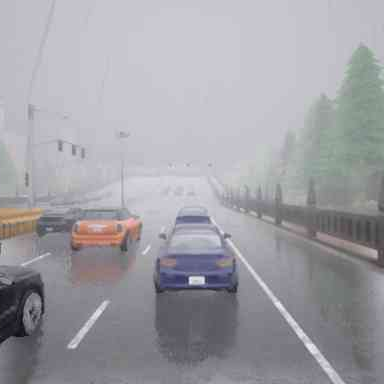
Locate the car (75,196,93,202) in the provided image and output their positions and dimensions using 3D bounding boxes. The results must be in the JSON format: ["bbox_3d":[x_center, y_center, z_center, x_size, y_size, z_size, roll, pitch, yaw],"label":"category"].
[{"bbox_3d":[-21.155,1.680,63.076,2.033,1.411,5.357,0,1,0],"label":"car"}]

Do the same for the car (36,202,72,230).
[{"bbox_3d":[-6.940,1.558,18.606,1.837,1.490,4.892,0,0,0],"label":"car"}]

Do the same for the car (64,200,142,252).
[{"bbox_3d":[-3.429,1.390,14.153,2.097,1.767,4.553,0,0,0],"label":"car"}]

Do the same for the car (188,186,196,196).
[{"bbox_3d":[-0.092,0.166,85.921,1.882,1.535,5.008,0,7,0],"label":"car"}]

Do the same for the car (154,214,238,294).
[{"bbox_3d":[0.083,1.550,8.736,1.812,1.442,4.674,0,0,0],"label":"car"}]

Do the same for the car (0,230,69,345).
[{"bbox_3d":[-3.409,1.503,3.753,2.128,1.511,4.902,0,0,0],"label":"car"}]

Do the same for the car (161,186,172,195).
[{"bbox_3d":[-7.083,-0.053,88.389,2.033,1.411,5.357,0,7,0],"label":"car"}]

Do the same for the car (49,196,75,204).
[{"bbox_3d":[-21.185,1.498,53.693,2.097,1.767,4.553,0,0,0],"label":"car"}]

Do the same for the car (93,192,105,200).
[{"bbox_3d":[-21.138,1.349,72.813,1.994,1.385,4.181,0,3,0],"label":"car"}]

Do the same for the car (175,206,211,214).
[{"bbox_3d":[0.060,1.530,19.130,1.882,1.535,5.008,0,0,0],"label":"car"}]

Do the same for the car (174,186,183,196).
[{"bbox_3d":[-3.592,0.188,85.934,1.837,1.490,4.892,0,7,0],"label":"car"}]

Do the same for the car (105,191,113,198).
[{"bbox_3d":[-21.102,0.527,83.044,2.128,1.511,4.902,0,5,0],"label":"car"}]
